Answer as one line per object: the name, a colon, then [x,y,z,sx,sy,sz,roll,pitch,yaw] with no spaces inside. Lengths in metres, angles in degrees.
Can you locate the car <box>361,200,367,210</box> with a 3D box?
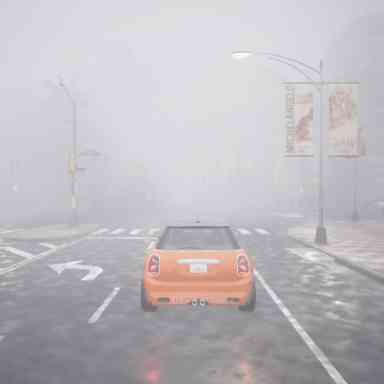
car: [23.235,1.221,39.676,5.566,2.045,2.150,0,0,1]

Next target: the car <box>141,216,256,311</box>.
car: [0.117,1.352,7.916,2.097,1.767,4.553,0,0,0]

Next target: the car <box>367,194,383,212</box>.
car: [22.106,1.352,36.181,4.553,1.767,2.097,0,0,1]
